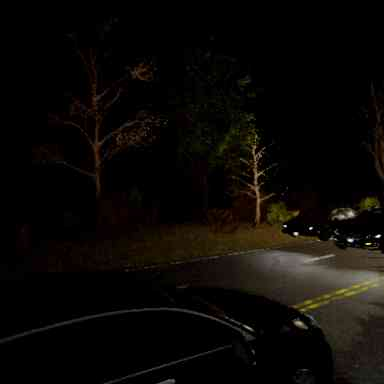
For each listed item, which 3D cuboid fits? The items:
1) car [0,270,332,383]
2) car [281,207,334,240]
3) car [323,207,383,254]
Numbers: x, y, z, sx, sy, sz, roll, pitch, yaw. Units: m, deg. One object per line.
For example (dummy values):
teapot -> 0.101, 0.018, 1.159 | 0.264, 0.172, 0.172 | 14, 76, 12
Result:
car -> -0.753, 1.497, 2.882 | 4.892, 1.490, 1.837 | 0, 0, -35
car -> 6.821, 1.442, 16.482 | 5.357, 1.411, 2.033 | -1, 1, -36
car -> 7.462, 1.405, 12.891 | 4.892, 1.490, 1.837 | -1, 0, -35
